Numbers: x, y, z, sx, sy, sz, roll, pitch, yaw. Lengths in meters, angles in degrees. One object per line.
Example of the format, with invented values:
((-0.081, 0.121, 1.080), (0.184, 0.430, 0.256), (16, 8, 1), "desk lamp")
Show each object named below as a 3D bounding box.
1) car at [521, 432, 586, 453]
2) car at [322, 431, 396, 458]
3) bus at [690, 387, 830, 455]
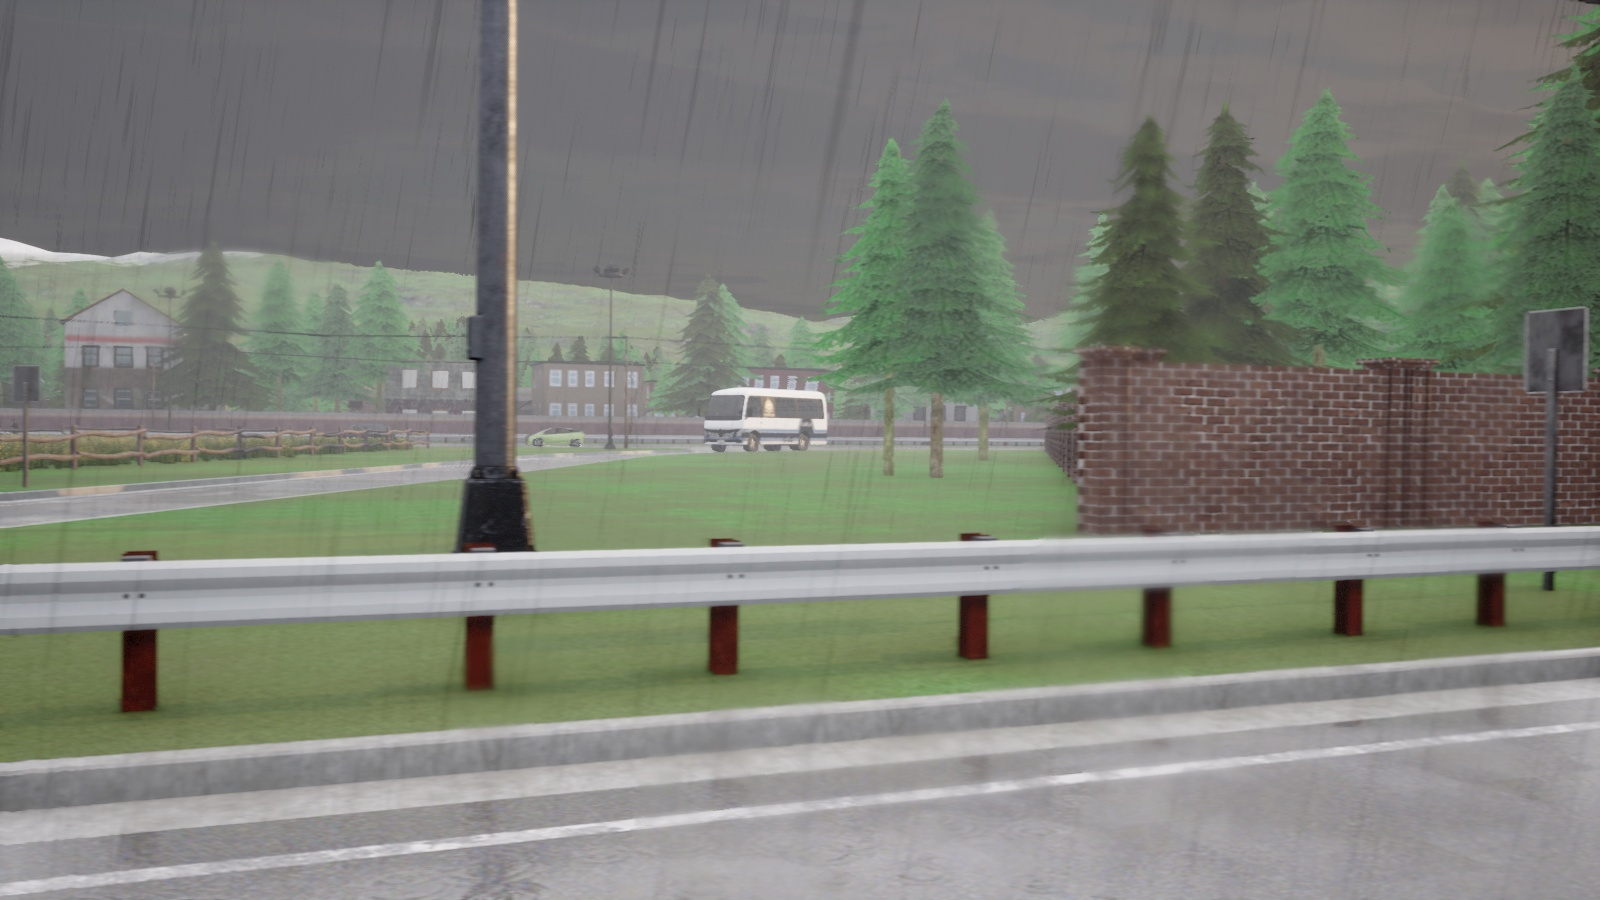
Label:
((-18.710, -0.603, 95.321), (4.514, 1.525, 2.007), (-1, 1, -21), "car")
((-29.427, -0.389, 83.834), (4.553, 1.767, 2.097), (-1, 1, -21), "car")
((-2.494, -1.911, 83.669), (3.944, 4.253, 10.273), (0, 1, 35), "bus")
